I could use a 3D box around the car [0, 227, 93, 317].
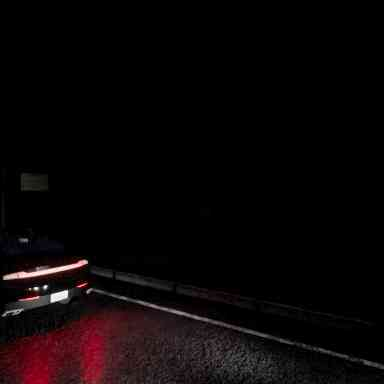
[{"bbox_3d":[-4.105,1.492,6.899,4.902,1.511,2.128,0,0,37],"label":"car"}]
